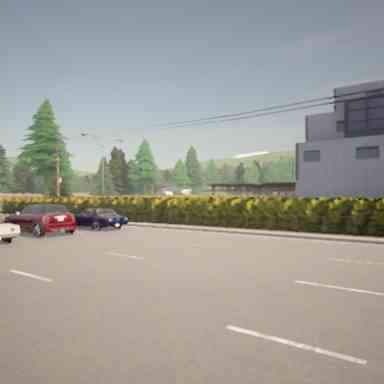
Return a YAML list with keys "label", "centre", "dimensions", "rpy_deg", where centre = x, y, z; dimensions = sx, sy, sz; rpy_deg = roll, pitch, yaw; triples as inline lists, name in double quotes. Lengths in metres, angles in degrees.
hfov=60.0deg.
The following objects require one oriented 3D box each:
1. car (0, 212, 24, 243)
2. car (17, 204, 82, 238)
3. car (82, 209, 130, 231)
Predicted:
- label: "car"
  centre: [-10.107, 1.726, 15.527]
  dimensions: [4.718, 1.301, 1.895]
  rpy_deg: [-1, 0, 36]
- label: "car"
  centre: [-8.655, 1.482, 18.791]
  dimensions: [4.553, 1.767, 2.097]
  rpy_deg: [-1, 0, 36]
- label: "car"
  centre: [-6.317, 1.729, 21.421]
  dimensions: [4.718, 1.301, 1.895]
  rpy_deg: [-1, 0, 36]
